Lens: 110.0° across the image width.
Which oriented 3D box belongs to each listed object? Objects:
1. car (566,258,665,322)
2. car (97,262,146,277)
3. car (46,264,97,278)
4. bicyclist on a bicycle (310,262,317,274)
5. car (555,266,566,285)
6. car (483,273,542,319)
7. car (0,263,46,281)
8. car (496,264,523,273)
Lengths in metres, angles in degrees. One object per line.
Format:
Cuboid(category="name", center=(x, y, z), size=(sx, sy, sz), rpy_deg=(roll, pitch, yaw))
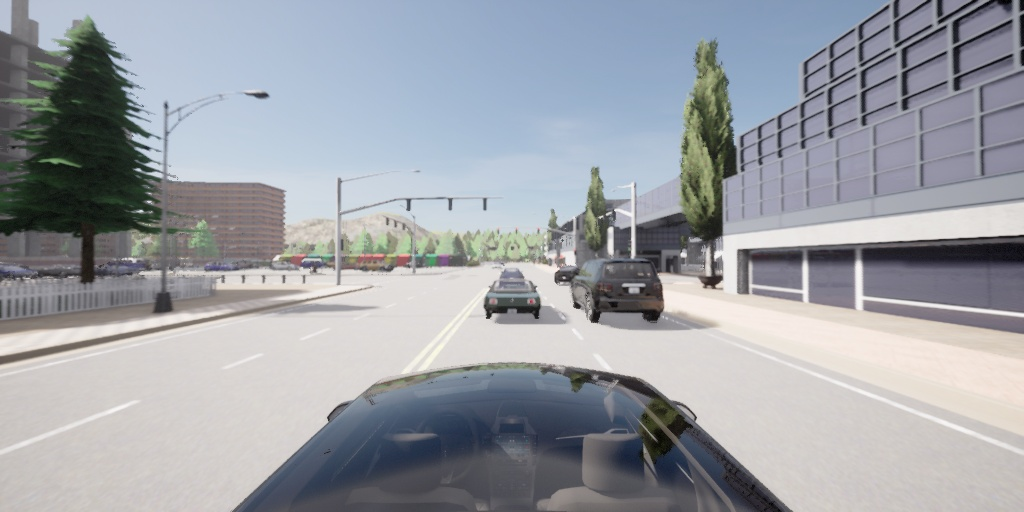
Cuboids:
Cuboid(category="car", center=(3.525, 1.101, 12.967), size=(2.150, 2.045, 5.566), rpy_deg=(0, 0, 0))
Cuboid(category="car", center=(-47.070, 1.752, 42.144), size=(5.357, 1.411, 2.033), rpy_deg=(0, -1, 0))
Cuboid(category="car", center=(-48.674, 1.655, 38.657), size=(4.902, 1.511, 2.128), rpy_deg=(0, -1, 0))
Cuboid(category="bicyclist on a bicycle", center=(-25.471, 1.552, 46.078), size=(0.582, 1.620, 1.656), rpy_deg=(0, 0, 0))
Cuboid(category="car", center=(5.160, 1.547, 29.915), size=(1.882, 1.535, 5.008), rpy_deg=(-1, -1, 27))
Cuboid(category="car", center=(0.032, 1.484, 13.511), size=(1.895, 1.301, 4.718), rpy_deg=(0, -1, 1))
Cuboid(category="car", center=(-49.343, 1.649, 35.068), size=(4.674, 1.442, 1.812), rpy_deg=(0, -1, 0))
Cuboid(category="car", center=(-0.024, 1.625, 29.165), size=(1.994, 1.385, 4.181), rpy_deg=(0, -1, 0))
